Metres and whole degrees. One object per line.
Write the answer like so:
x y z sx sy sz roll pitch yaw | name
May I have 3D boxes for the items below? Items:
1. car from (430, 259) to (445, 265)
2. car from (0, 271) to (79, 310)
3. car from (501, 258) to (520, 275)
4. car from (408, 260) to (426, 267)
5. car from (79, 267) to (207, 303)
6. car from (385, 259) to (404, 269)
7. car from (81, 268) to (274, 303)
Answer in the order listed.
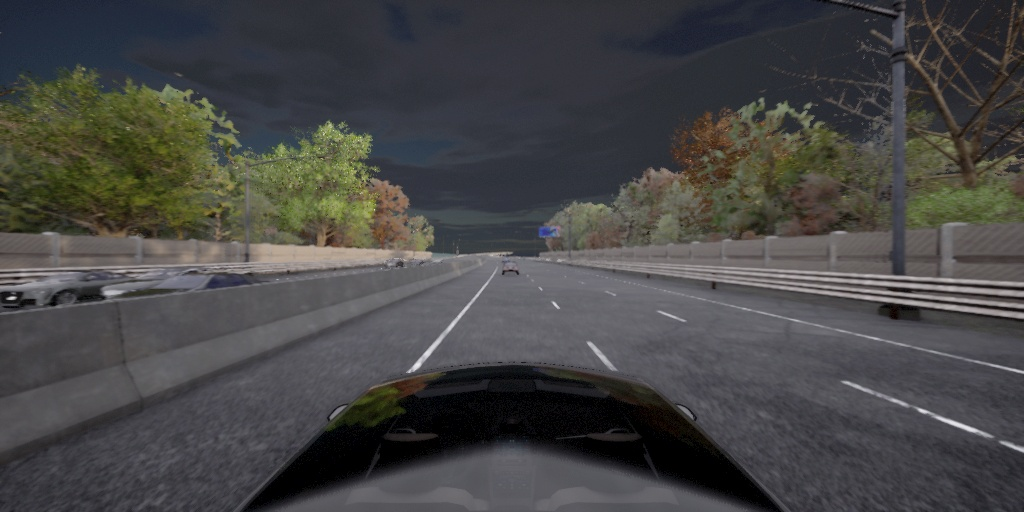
-11.069 1.224 53.786 1.812 1.442 4.674 0 0 -1 | car
-17.574 1.295 14.589 1.994 1.385 4.181 0 0 0 | car
-0.160 1.267 39.296 2.033 1.411 5.357 0 0 -1 | car
-14.612 1.256 55.401 1.994 1.385 4.181 0 0 -1 | car
-14.074 1.224 15.057 2.128 1.511 4.902 0 0 0 | car
-18.112 1.184 55.369 2.128 1.511 4.902 0 0 -1 | car
-10.572 1.284 12.368 2.033 1.411 5.357 0 0 0 | car
